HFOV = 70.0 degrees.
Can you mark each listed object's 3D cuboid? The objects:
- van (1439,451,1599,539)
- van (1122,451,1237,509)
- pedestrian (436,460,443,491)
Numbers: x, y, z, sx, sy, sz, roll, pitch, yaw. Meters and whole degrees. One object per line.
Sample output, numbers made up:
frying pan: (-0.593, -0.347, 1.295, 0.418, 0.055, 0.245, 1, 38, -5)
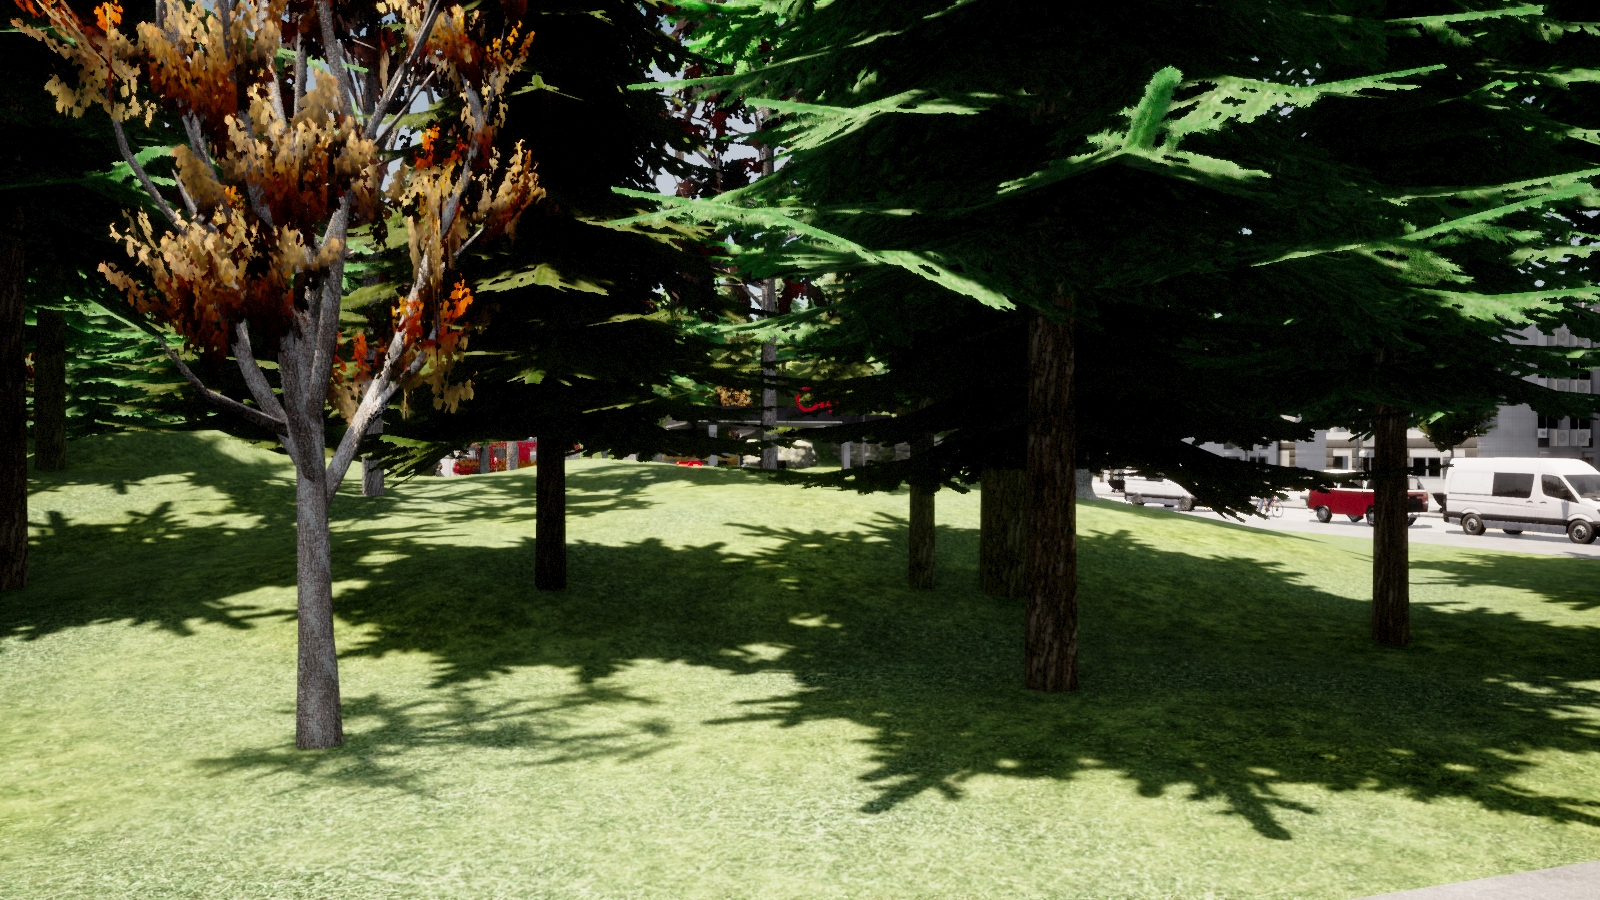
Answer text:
van: (23.412, 1.314, 36.018, 1.988, 2.561, 5.915, 0, 0, -18)
van: (17.635, 1.314, 53.530, 1.988, 2.561, 5.915, 0, 0, -18)
pedestrian: (-21.891, 1.523, 69.391, 0.375, 1.860, 0.375, 0, 0, -20)
